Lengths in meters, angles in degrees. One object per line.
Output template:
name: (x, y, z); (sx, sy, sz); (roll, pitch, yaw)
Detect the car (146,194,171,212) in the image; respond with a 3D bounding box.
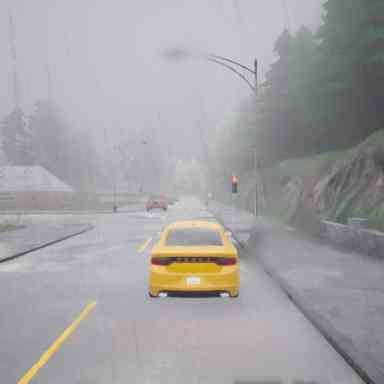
car: (-4.080, 1.221, 39.615); (2.150, 2.045, 5.566); (0, 0, 0)

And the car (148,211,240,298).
car: (0.056, 1.478, 8.569); (1.882, 1.535, 5.008); (0, 0, 1)

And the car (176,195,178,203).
car: (-3.973, 1.355, 69.855); (2.097, 1.767, 4.553); (0, 0, 0)

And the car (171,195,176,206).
car: (-4.068, 1.563, 54.377); (1.994, 1.385, 4.181); (0, 0, 0)
